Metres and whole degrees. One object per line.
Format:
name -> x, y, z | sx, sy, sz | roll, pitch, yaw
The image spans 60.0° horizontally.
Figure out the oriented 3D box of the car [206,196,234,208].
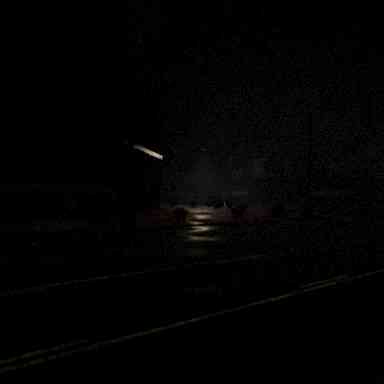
car -> 4.578, 1.667, 56.128 | 2.150, 2.045, 5.566 | 2, -1, -35
